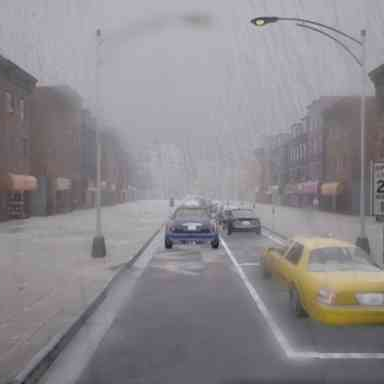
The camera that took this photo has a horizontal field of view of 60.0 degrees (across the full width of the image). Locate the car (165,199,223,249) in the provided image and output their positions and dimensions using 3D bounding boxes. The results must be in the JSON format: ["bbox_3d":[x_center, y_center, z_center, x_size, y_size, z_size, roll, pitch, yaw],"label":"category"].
[{"bbox_3d":[0.000,1.353,14.571,2.097,1.767,4.553,0,0,0],"label":"car"}]

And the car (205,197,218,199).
[{"bbox_3d":[2.631,1.541,35.107,1.887,1.381,4.507,-1,0,0],"label":"car"}]

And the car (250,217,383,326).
[{"bbox_3d":[2.632,1.520,7.148,1.752,1.417,4.829,0,0,0],"label":"car"}]

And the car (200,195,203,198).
[{"bbox_3d":[2.752,1.576,54.391,1.812,1.442,4.674,0,0,0],"label":"car"}]

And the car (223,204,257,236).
[{"bbox_3d":[2.632,1.551,18.230,1.947,1.339,4.313,0,0,0],"label":"car"}]

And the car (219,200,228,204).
[{"bbox_3d":[2.632,1.536,23.856,2.008,1.369,4.403,0,0,0],"label":"car"}]

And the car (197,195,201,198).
[{"bbox_3d":[2.629,1.660,68.862,1.887,1.381,4.507,-1,0,0],"label":"car"}]

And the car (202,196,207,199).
[{"bbox_3d":[2.630,1.448,40.733,1.967,1.590,4.097,-1,0,0],"label":"car"}]

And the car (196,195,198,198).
[{"bbox_3d":[2.628,1.780,85.739,2.008,1.369,4.403,-1,0,0],"label":"car"}]
